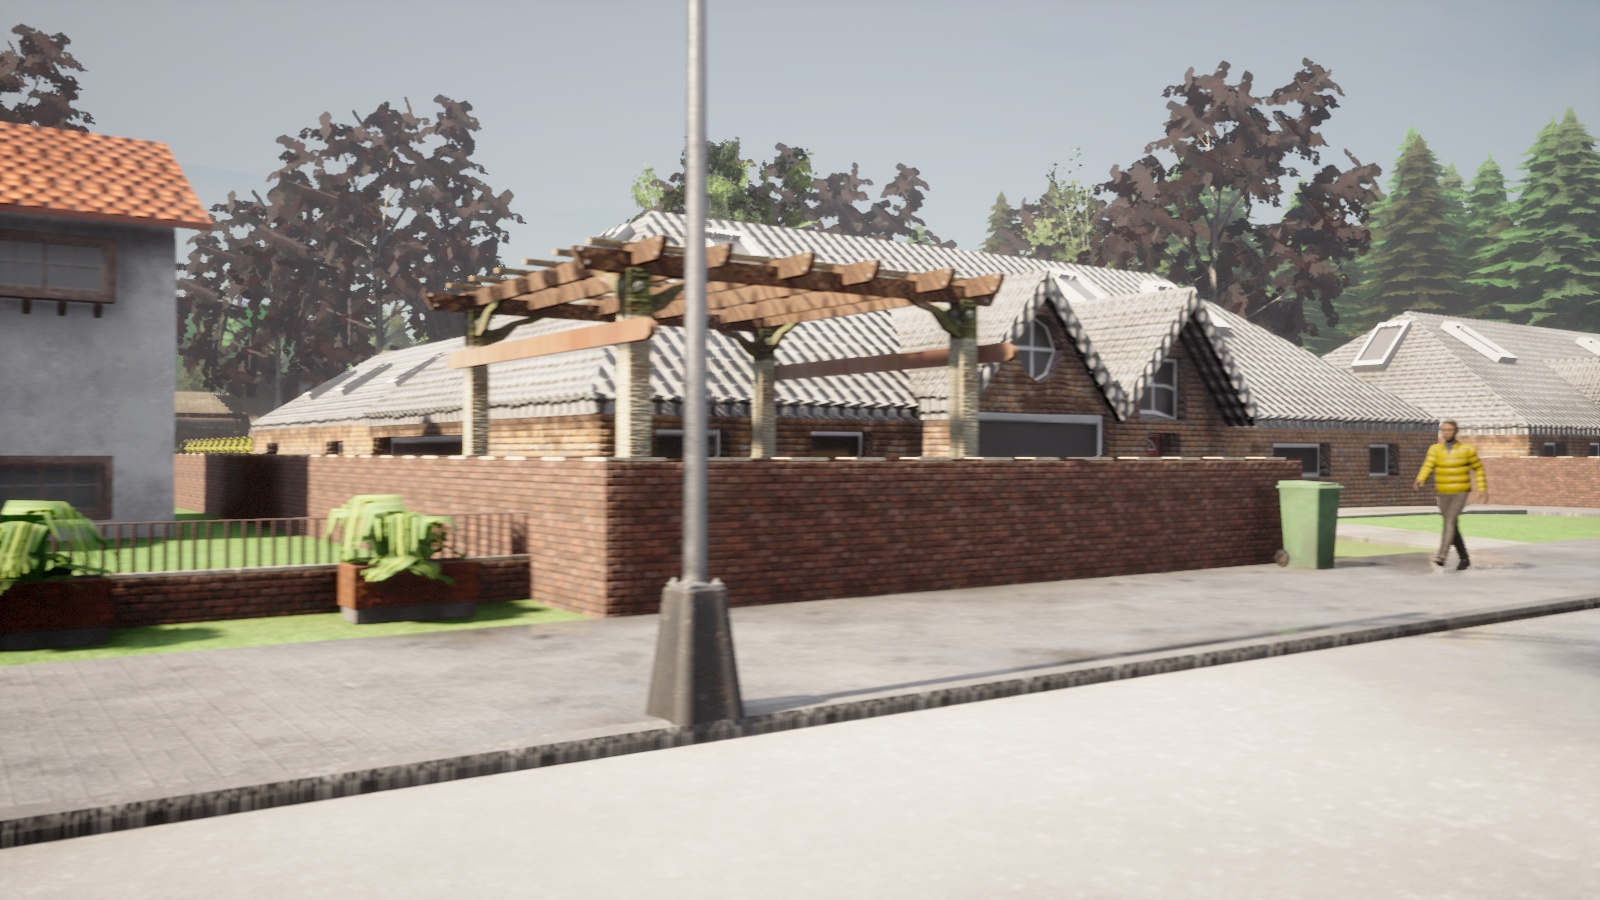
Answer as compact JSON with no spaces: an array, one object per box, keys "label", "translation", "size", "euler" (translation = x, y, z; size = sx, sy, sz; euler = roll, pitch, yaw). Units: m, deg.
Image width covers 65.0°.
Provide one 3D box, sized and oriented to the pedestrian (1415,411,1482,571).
[{"label":"pedestrian","translation":[7.672,0.475,14.849],"size":[0.709,1.840,0.431],"euler":[0,0,-36]}]
